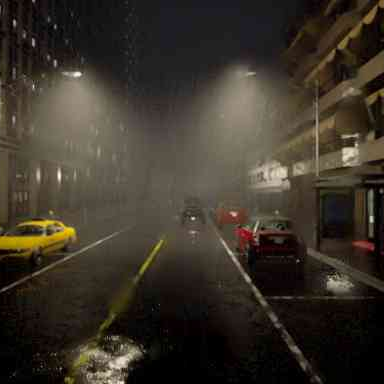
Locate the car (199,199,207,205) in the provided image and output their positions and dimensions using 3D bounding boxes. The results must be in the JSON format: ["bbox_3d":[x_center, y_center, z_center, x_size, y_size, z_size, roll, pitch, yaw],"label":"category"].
[{"bbox_3d":[2.705,2.519,85.646,1.887,1.381,4.507,0,-1,0],"label":"car"}]

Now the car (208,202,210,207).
[{"bbox_3d":[2.697,1.966,34.813,1.802,1.307,4.206,0,-1,0],"label":"car"}]

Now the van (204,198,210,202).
[{"bbox_3d":[2.700,1.985,57.408,1.690,1.788,3.998,0,-1,0],"label":"van"}]

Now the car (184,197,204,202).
[{"bbox_3d":[0.109,1.717,44.553,2.150,2.045,5.566,0,-1,0],"label":"car"}]

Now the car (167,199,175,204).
[{"bbox_3d":[-5.675,2.608,91.297,1.947,1.339,4.313,0,-1,0],"label":"car"}]

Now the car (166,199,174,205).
[{"bbox_3d":[-5.675,2.558,85.647,1.802,1.307,4.206,0,-1,0],"label":"car"}]

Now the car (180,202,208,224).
[{"bbox_3d":[0.105,1.805,27.425,1.837,1.490,4.892,0,-1,0],"label":"car"}]

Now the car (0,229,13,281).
[{"bbox_3d":[-5.688,1.515,6.575,1.967,1.590,4.097,0,-1,0],"label":"car"}]

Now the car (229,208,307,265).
[{"bbox_3d":[2.693,1.575,12.221,1.967,1.590,4.097,0,-1,0],"label":"car"}]

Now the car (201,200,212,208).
[{"bbox_3d":[2.702,2.276,63.054,1.947,1.339,4.313,0,-1,0],"label":"car"}]

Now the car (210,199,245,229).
[{"bbox_3d":[2.696,1.575,23.519,2.192,1.841,5.009,0,-1,0],"label":"car"}]

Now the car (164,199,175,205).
[{"bbox_3d":[-5.676,2.350,80.002,1.967,1.590,4.097,0,-1,0],"label":"car"}]

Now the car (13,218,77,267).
[{"bbox_3d":[-5.687,1.660,12.051,1.752,1.417,4.829,0,-1,0],"label":"car"}]
